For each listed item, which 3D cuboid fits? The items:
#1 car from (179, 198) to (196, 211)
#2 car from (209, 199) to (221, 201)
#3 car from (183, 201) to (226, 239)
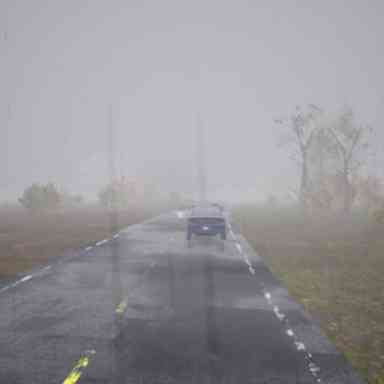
[{"bbox_3d":[-0.320,1.512,40.155,1.837,1.490,4.892,0,-1,7],"label":"car"},{"bbox_3d":[2.662,1.534,38.353,1.812,1.442,4.674,0,0,7],"label":"car"},{"bbox_3d":[0.776,1.482,17.440,1.882,1.535,5.008,0,0,3],"label":"car"}]
